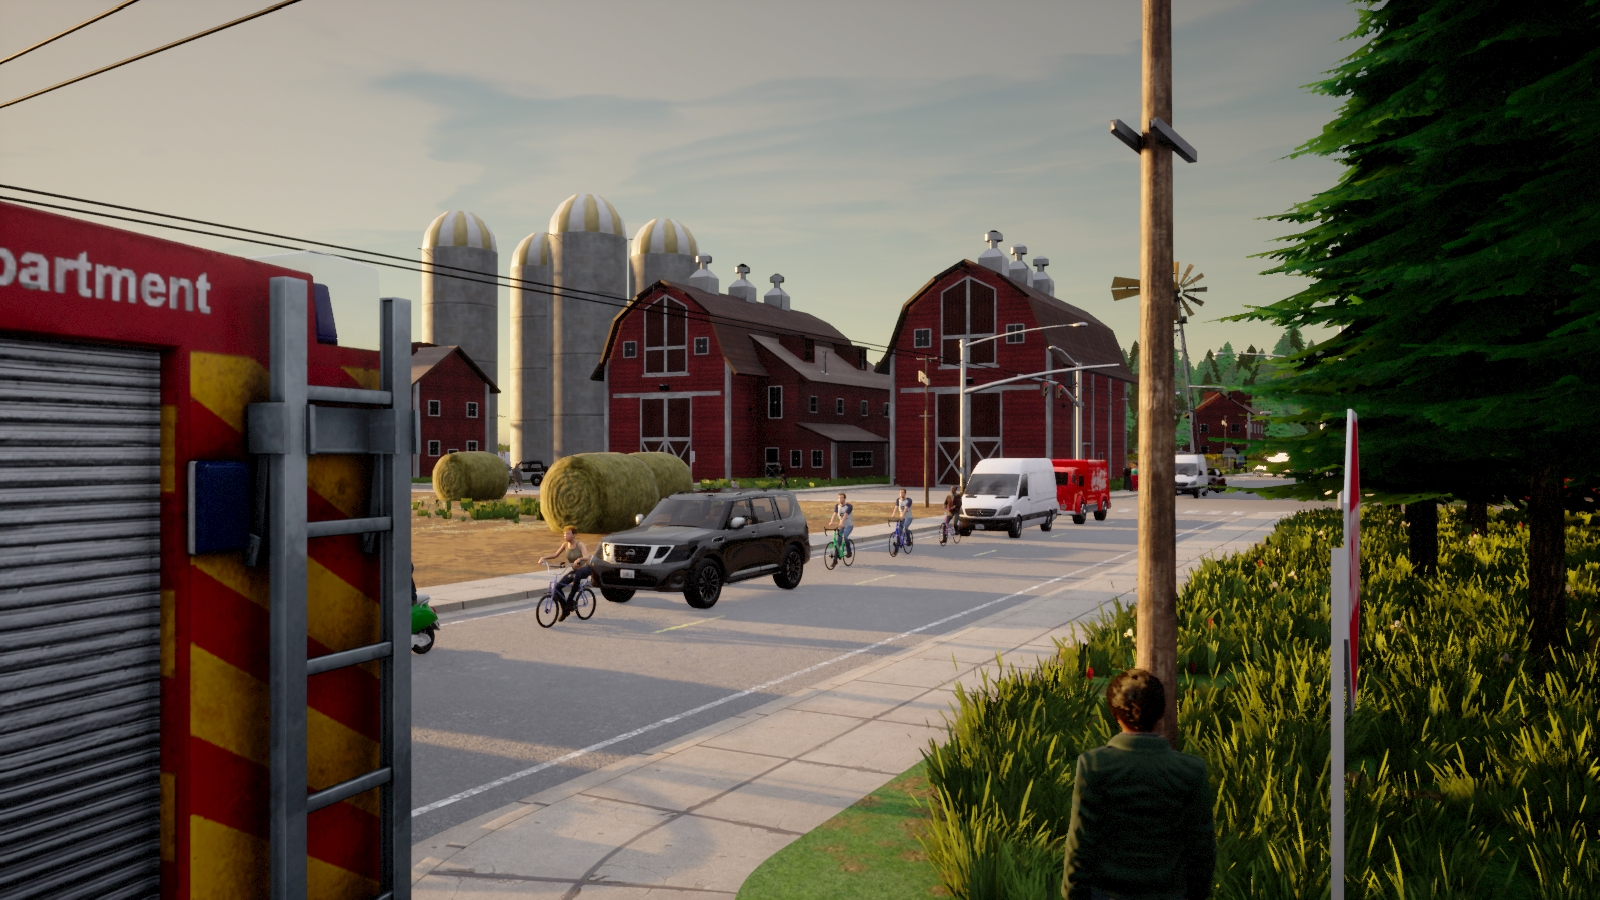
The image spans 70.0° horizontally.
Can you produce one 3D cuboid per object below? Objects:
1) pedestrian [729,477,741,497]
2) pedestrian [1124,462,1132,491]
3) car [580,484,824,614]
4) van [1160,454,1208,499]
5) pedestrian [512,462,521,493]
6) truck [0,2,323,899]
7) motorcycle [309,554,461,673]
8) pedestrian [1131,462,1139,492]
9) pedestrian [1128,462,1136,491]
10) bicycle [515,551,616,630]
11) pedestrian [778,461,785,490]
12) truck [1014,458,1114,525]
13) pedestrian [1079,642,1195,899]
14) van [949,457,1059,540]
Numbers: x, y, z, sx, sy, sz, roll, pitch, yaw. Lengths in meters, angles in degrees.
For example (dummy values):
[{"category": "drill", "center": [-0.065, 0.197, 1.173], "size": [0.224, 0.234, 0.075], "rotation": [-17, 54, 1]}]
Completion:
[{"category": "pedestrian", "center": [-3.580, 2.051, 63.263], "size": [0.500, 1.100, 0.500], "rotation": [0, 0, 24]}, {"category": "pedestrian", "center": [20.974, 1.695, 73.071], "size": [0.375, 1.860, 0.375], "rotation": [0, 0, -4]}, {"category": "car", "center": [-1.719, 1.779, 22.444], "size": [2.150, 2.045, 5.566], "rotation": [0, 0, 27]}, {"category": "van", "center": [23.028, 1.535, 68.316], "size": [1.988, 2.561, 5.915], "rotation": [0, 0, 26]}, {"category": "pedestrian", "center": [-17.415, 1.670, 70.124], "size": [0.375, 1.860, 0.375], "rotation": [0, 0, 26]}, {"category": "truck", "center": [-6.000, 0.867, 3.762], "size": [8.468, 3.827, 2.891], "rotation": [0, 0, 20]}, {"category": "motorcycle", "center": [-5.529, 2.142, 15.328], "size": [0.856, 1.316, 1.805], "rotation": [0, 0, 28]}, {"category": "pedestrian", "center": [21.241, 1.696, 72.418], "size": [0.375, 1.860, 0.375], "rotation": [0, 0, 38]}, {"category": "pedestrian", "center": [21.490, 1.696, 73.943], "size": [0.375, 1.860, 0.375], "rotation": [0, 0, 32]}, {"category": "bicycle", "center": [-3.791, 2.256, 18.598], "size": [0.859, 1.080, 1.487], "rotation": [0, 0, 28]}, {"category": "pedestrian", "center": [-1.189, 1.668, 75.116], "size": [0.375, 1.860, 0.375], "rotation": [0, 0, 14]}, {"category": "truck", "center": [10.571, 1.568, 45.380], "size": [2.627, 2.467, 5.204], "rotation": [0, 0, 28]}, {"category": "pedestrian", "center": [1.210, 1.663, 4.143], "size": [0.375, 1.860, 0.375], "rotation": [0, 0, 12]}, {"category": "van", "center": [7.076, 1.534, 38.957], "size": [1.988, 2.561, 5.915], "rotation": [0, 0, 28]}]
